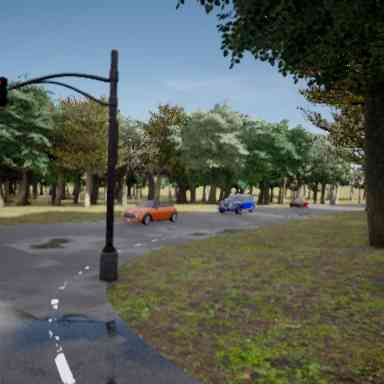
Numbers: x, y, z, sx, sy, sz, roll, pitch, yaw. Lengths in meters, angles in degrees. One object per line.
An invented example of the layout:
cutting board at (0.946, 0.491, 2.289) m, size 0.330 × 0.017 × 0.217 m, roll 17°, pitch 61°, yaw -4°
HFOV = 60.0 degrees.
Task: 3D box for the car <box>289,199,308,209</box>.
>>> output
car at (17.397, 1.880, 54.004) m, size 1.882 × 1.535 × 5.008 m, roll 3°, pitch 0°, yaw 35°

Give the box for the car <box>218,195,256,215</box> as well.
car at (5.030, 1.332, 36.321) m, size 2.150 × 2.045 × 5.566 m, roll 3°, pitch 2°, yaw 35°

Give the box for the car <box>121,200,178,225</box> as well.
car at (-3.075, 1.376, 24.660) m, size 2.097 × 1.767 × 4.553 m, roll 3°, pitch 1°, yaw 35°
